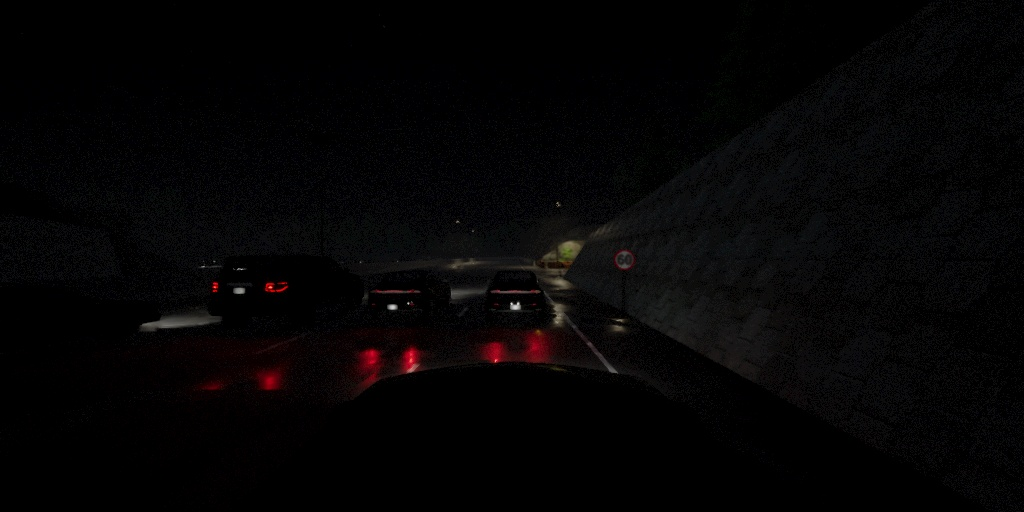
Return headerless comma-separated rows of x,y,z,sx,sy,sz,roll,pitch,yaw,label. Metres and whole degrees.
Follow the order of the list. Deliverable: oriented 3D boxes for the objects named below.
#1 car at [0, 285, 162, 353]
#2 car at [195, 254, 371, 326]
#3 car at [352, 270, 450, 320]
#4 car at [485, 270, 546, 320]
-10.398,1.297,7.185,2.033,1.411,5.357,0,0,0,car
-6.896,0.971,11.758,2.150,2.045,5.566,0,0,0,car
-3.397,1.241,12.627,2.128,1.511,4.902,0,0,0,car
0.103,1.241,12.612,2.128,1.511,4.902,0,0,0,car
